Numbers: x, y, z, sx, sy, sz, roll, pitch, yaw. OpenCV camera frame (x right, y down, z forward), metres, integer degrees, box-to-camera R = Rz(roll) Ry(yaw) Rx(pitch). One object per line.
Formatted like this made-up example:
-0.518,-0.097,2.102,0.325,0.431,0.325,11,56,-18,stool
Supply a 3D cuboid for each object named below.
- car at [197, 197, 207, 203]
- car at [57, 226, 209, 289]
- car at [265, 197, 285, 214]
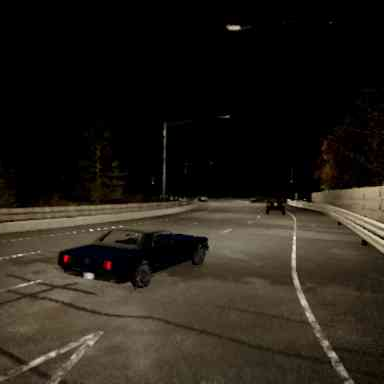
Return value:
2.625,2.043,88.580,2.128,1.511,4.902,1,0,-14,car
-1.267,1.629,9.424,1.895,1.301,4.718,1,0,28,car
10.152,1.621,40.810,2.150,2.045,5.566,1,0,11,car
